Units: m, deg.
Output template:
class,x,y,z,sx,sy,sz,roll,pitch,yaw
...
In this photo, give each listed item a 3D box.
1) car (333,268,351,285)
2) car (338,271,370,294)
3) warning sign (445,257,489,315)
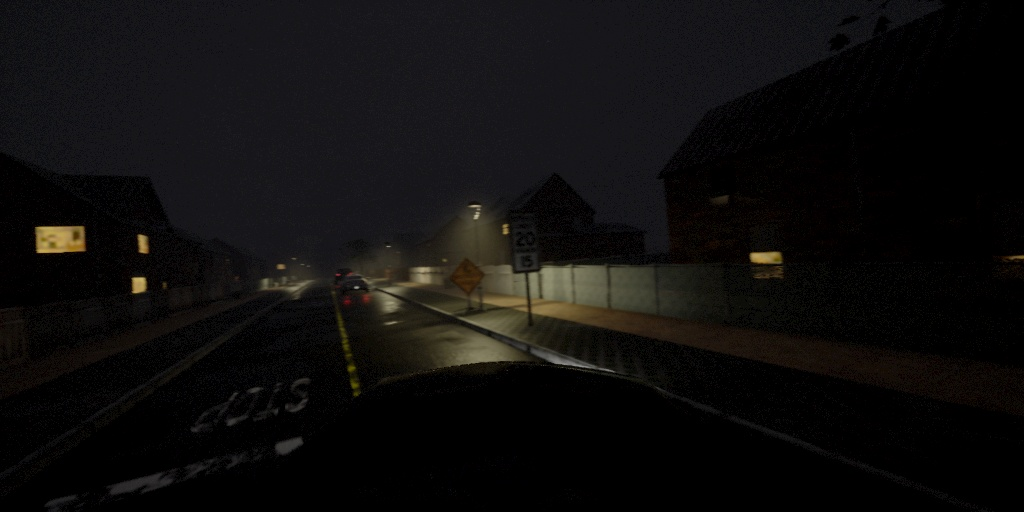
class,x,y,z,sx,sy,sz,roll,pitch,yaw
car,-22.765,2.713,48.474,2.150,2.045,5.566,-4,-1,-27
car,-12.711,2.205,28.880,1.812,1.442,4.674,-4,0,-27
warning sign,-1.410,0.962,12.174,1.300,1.860,1.060,0,0,-27
